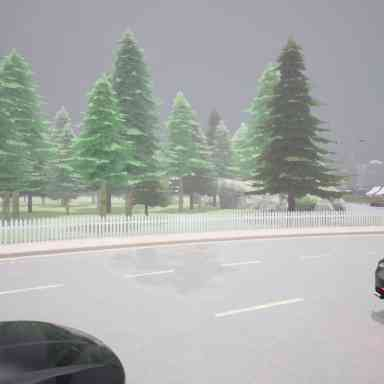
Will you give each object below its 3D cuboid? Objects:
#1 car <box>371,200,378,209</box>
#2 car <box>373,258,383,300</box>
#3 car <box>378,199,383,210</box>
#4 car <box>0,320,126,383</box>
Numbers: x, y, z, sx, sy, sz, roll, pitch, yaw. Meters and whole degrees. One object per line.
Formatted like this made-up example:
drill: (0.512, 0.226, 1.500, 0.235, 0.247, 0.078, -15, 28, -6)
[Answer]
car: (23.072, 1.533, 38.987, 1.882, 1.535, 5.008, 0, 0, -4)
car: (5.605, 1.492, 6.112, 4.902, 1.511, 2.128, 0, 0, -24)
car: (20.062, 1.407, 31.159, 2.097, 1.767, 4.553, 0, 0, -4)
car: (-2.740, 1.478, 1.608, 5.008, 1.535, 1.882, 0, 0, -37)
